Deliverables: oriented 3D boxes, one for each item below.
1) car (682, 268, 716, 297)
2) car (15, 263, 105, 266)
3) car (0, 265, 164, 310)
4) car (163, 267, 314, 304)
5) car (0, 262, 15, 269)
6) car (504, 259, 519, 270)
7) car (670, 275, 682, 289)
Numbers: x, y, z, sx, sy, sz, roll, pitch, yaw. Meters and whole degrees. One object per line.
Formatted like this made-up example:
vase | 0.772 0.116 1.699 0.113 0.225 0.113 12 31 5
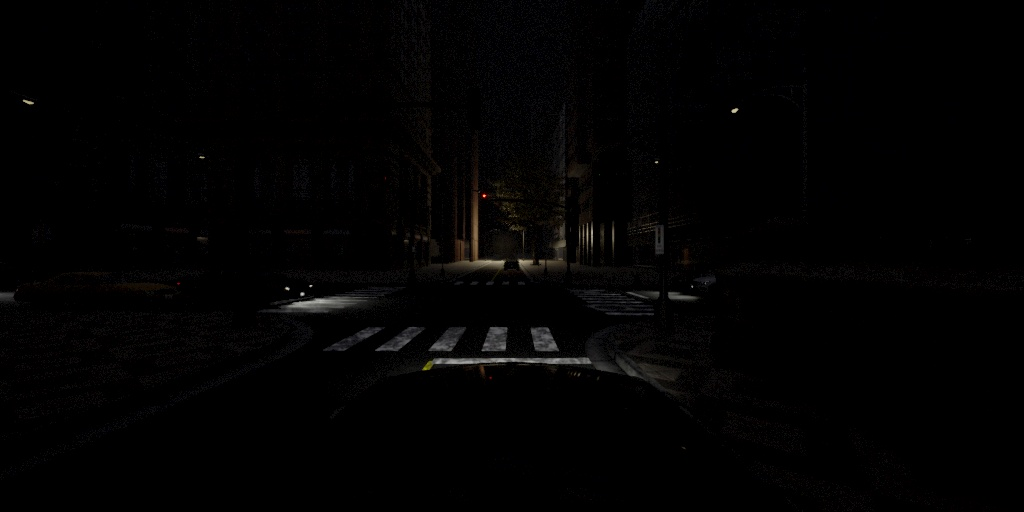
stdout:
car | 11.880 1.356 18.923 4.674 1.442 1.812 0 0 2
car | -26.370 1.065 21.671 4.313 1.339 1.948 0 0 0
car | -14.972 1.146 13.115 4.829 1.417 1.751 0 0 0
car | -11.501 1.203 15.484 5.357 1.411 2.033 1 0 7
car | -31.988 0.974 21.685 4.507 1.381 1.888 0 0 0
car | -0.043 1.076 47.115 2.128 1.511 4.902 0 0 0
car | 11.864 1.381 21.569 4.403 1.370 2.007 0 0 0
